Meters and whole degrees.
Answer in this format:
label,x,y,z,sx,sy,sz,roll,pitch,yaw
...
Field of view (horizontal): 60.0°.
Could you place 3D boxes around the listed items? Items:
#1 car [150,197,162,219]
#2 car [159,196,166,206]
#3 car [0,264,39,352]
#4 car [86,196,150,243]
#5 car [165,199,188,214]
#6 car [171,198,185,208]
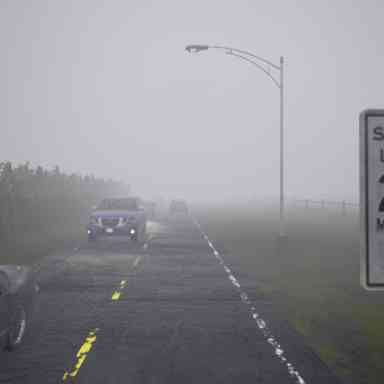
label,x,y,z,sx,sy,sz,roll,pitch,yaw
car,-4.081,1.503,29.241,2.128,1.511,4.902,0,0,-2
car,-5.279,1.526,55.537,1.837,1.490,4.892,0,0,-2
car,-3.196,1.549,3.347,2.033,1.411,5.357,0,0,-8
car,-3.535,1.226,16.554,2.150,2.045,5.566,0,0,-3
car,-1.424,1.504,35.167,2.128,1.511,4.902,0,0,-2
car,-2.010,1.619,48.250,1.895,1.301,4.718,0,0,-3
